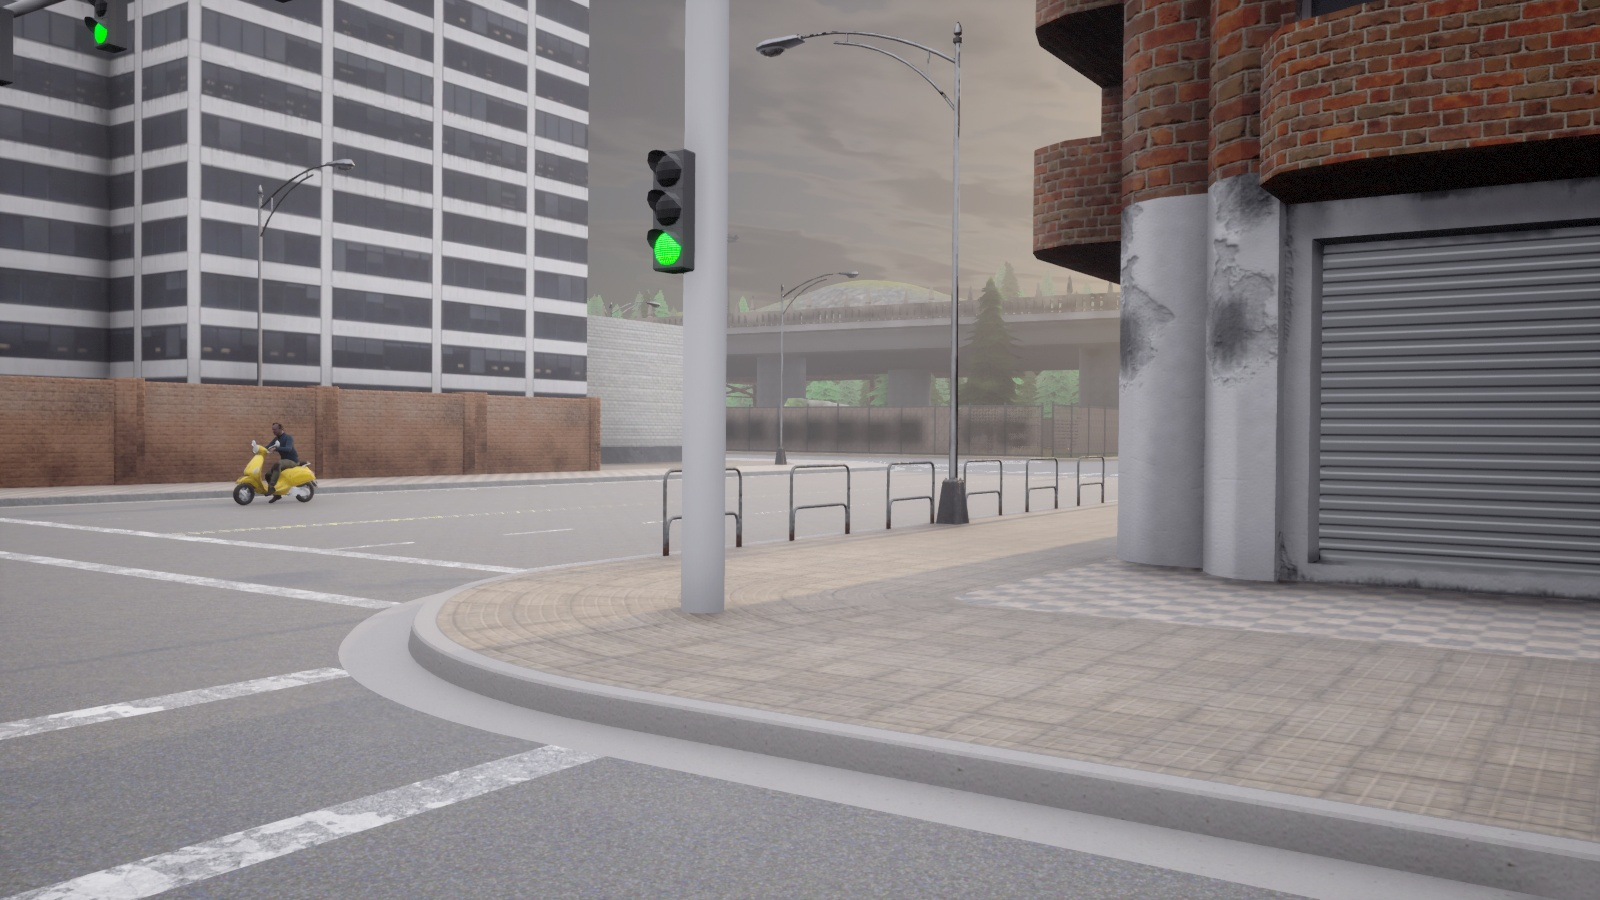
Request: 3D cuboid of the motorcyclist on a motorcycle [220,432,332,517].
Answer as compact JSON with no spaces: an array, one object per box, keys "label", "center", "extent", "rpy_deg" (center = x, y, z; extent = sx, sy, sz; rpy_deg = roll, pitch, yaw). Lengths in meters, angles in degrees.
[{"label":"motorcyclist on a motorcycle","center":[-10.189,0.443,24.478],"extent":[0.866,1.590,1.817],"rpy_deg":[0,1,33]}]
